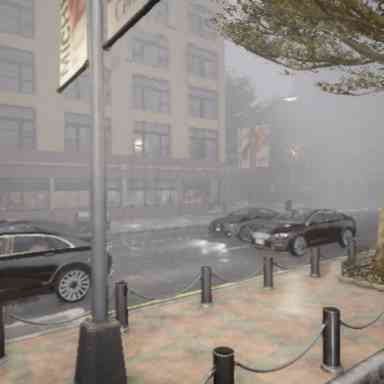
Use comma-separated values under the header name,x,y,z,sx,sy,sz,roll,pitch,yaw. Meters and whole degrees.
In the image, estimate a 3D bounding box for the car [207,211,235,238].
name,x,y,z,sx,sy,sz,roll,pitch,yaw
car,2.768,1.434,15.782,4.181,1.385,1.994,-1,0,-35

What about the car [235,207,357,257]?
name,x,y,z,sx,sy,sz,roll,pitch,yaw
car,4.258,1.365,12.546,4.902,1.511,2.128,-1,0,-35

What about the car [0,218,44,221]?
name,x,y,z,sx,sy,sz,roll,pitch,yaw
car,-5.434,1.526,9.943,4.674,1.442,1.812,-1,0,-34

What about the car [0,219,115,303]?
name,x,y,z,sx,sy,sz,roll,pitch,yaw
car,-4.032,1.498,6.636,4.902,1.511,2.128,-1,0,-36
